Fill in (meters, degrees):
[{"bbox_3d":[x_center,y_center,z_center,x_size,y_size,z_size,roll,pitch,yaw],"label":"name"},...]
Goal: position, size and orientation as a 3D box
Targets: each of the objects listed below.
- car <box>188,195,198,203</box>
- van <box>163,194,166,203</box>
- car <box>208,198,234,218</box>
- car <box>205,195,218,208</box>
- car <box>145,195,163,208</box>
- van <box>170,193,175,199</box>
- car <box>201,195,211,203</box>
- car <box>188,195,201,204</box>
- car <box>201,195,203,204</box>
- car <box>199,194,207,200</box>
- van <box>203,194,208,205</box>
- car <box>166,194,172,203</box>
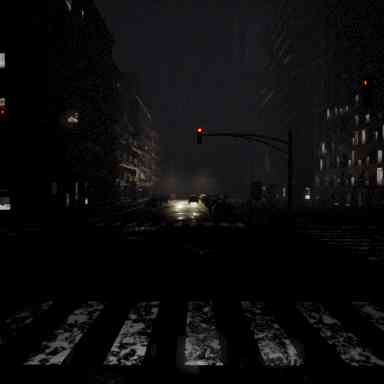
[{"bbox_3d":[0.232,1.426,71.100,2.128,1.511,4.902,0,0,0],"label":"car"},{"bbox_3d":[-5.553,1.286,52.555,1.690,1.788,3.998,-1,0,0],"label":"van"},{"bbox_3d":[2.732,1.522,29.981,1.887,1.381,4.507,-1,0,0],"label":"car"},{"bbox_3d":[2.747,1.410,35.626,1.967,1.590,4.097,-1,0,0],"label":"car"},{"bbox_3d":[-5.566,1.520,46.910,1.947,1.339,4.313,-1,0,0],"label":"car"},{"bbox_3d":[-5.486,1.242,75.141,1.690,1.788,3.998,-1,0,0],"label":"van"},{"bbox_3d":[2.853,1.353,69.501,1.967,1.590,4.097,-1,0,0],"label":"car"},{"bbox_3d":[0.277,1.435,60.898,1.837,1.490,4.892,0,0,0],"label":"car"},{"bbox_3d":[2.798,1.490,52.564,1.887,1.381,4.507,-1,0,0],"label":"car"},{"bbox_3d":[2.933,1.313,86.439,1.967,1.590,4.097,-1,0,0],"label":"car"},{"bbox_3d":[2.779,1.295,46.918,1.690,1.788,3.998,-1,0,0],"label":"van"},{"bbox_3d":[-5.516,1.470,63.847,1.887,1.381,4.507,-1,0,0],"label":"car"}]
